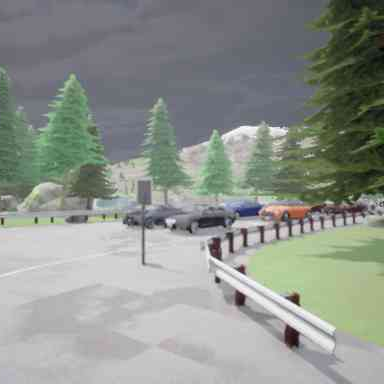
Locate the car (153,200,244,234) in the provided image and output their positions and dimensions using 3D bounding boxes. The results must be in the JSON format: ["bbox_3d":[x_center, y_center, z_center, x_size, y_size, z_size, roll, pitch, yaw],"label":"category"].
[{"bbox_3d":[0.511,1.429,18.841,2.128,1.511,4.902,0,0,43],"label":"car"}]

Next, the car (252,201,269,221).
[{"bbox_3d":[7.057,1.294,25.227,4.553,1.767,2.097,0,0,-41],"label":"car"}]

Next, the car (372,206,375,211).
[{"bbox_3d":[19.039,1.471,38.101,4.674,1.442,1.812,0,0,-29],"label":"car"}]

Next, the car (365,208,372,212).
[{"bbox_3d":[14.296,1.428,30.938,5.008,1.535,1.882,0,0,-35],"label":"car"}]

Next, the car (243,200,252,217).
[{"bbox_3d":[4.003,1.402,27.209,5.008,1.535,1.882,0,0,-41],"label":"car"}]

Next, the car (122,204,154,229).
[{"bbox_3d":[-2.291,1.485,20.974,1.994,1.385,4.181,0,0,43],"label":"car"}]
